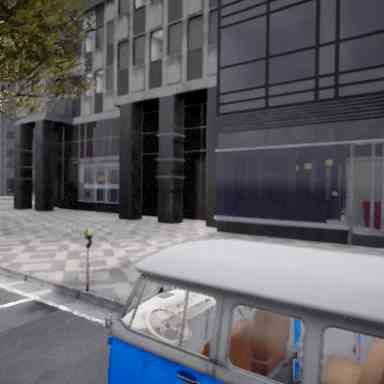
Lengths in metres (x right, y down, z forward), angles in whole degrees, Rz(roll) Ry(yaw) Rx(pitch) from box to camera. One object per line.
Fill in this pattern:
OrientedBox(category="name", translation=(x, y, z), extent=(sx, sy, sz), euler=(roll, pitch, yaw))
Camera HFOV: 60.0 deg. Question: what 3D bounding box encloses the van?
OrientedBox(category="van", translation=(1.146, 1.338, 2.143), extent=(3.998, 1.788, 1.690), euler=(1, 1, 36))
